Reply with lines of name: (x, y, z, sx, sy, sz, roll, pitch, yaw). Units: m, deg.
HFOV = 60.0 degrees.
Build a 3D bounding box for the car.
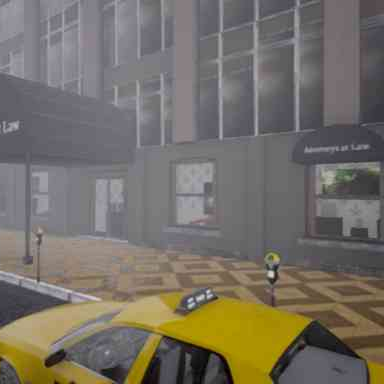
car: (-0.168, 1.530, 2.990, 4.829, 1.417, 1.752, 0, 0, 36)
